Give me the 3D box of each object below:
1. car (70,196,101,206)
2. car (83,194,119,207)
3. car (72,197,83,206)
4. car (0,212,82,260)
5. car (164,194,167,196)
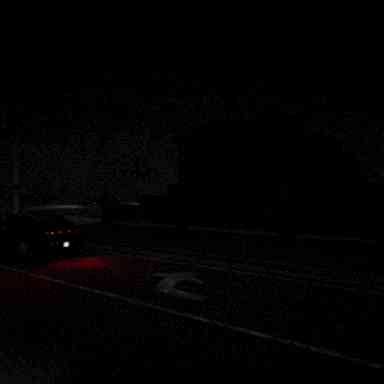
[{"bbox_3d":[-19.046,1.581,59.694,1.882,1.535,5.008,0,0,37],"label":"car"},{"bbox_3d":[-14.408,1.310,54.236,2.150,2.045,5.566,0,0,36],"label":"car"},{"bbox_3d":[-17.211,1.697,56.314,1.895,1.301,4.718,0,0,36],"label":"car"},{"bbox_3d":[-6.225,1.530,12.694,4.892,1.490,1.837,0,0,36],"label":"car"},{"bbox_3d":[-4.399,1.305,67.832,2.150,2.045,5.566,0,0,36],"label":"car"}]
